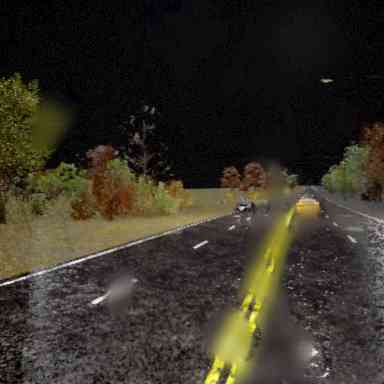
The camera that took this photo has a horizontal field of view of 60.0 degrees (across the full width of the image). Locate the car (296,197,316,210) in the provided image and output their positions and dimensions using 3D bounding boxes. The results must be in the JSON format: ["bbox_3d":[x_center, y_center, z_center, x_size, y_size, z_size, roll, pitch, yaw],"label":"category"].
[{"bbox_3d":[14.385,1.415,41.980,2.128,1.511,4.902,-2,0,19],"label":"car"}]

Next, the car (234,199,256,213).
[{"bbox_3d":[6.094,1.600,38.026,2.128,1.511,4.902,-2,0,18],"label":"car"}]

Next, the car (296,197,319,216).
[{"bbox_3d":[11.071,1.422,31.825,1.882,1.535,5.008,-2,0,19],"label":"car"}]

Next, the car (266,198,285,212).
[{"bbox_3d":[9.769,1.525,38.788,1.837,1.490,4.892,-2,0,18],"label":"car"}]
